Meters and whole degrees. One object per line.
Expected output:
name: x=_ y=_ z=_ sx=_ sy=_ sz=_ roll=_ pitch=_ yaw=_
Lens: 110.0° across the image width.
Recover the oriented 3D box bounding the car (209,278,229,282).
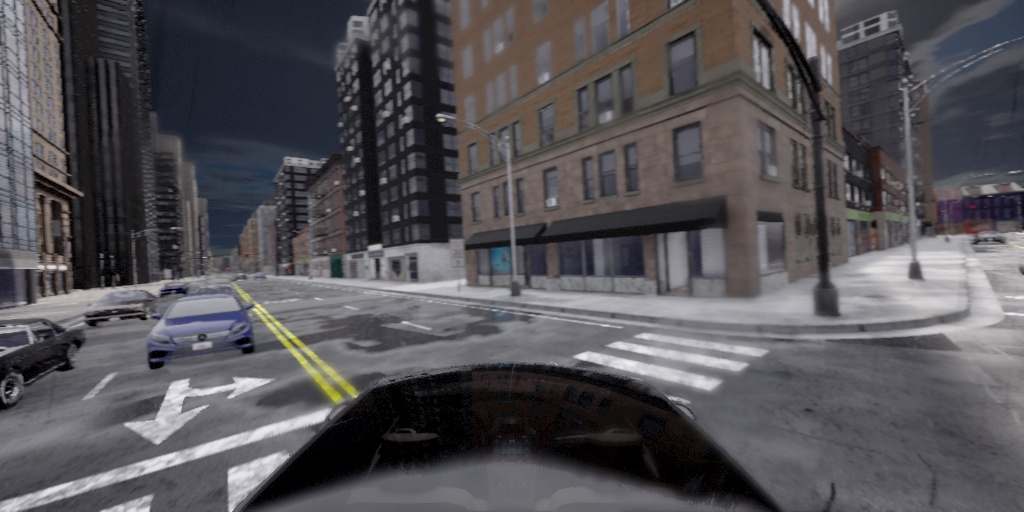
car: x=-28.374 y=2.851 z=34.764 sx=1.882 sy=1.535 sz=5.008 roll=-3 pitch=0 yaw=-39

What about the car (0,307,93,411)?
car: x=-9.767 y=1.910 z=6.471 sx=1.895 sy=1.301 sz=4.718 roll=-3 pitch=0 yaw=-39

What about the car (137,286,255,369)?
car: x=-8.030 y=1.736 z=9.486 sx=1.812 sy=1.442 sz=4.674 roll=-3 pitch=0 yaw=-38

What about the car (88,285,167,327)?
car: x=-18.337 y=2.347 z=17.075 sx=2.033 sy=1.411 sz=5.357 roll=-3 pitch=0 yaw=-39

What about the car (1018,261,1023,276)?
car: x=8.568 y=0.551 z=4.601 sx=5.566 sy=2.045 sz=2.150 roll=-4 pitch=1 yaw=-37

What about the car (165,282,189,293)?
car: x=-31.944 y=3.178 z=34.045 sx=1.895 sy=1.301 sz=4.718 roll=-3 pitch=0 yaw=-39

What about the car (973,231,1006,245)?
car: x=50.986 y=-1.995 z=38.355 sx=4.181 sy=1.385 sz=1.994 roll=-4 pitch=0 yaw=-39

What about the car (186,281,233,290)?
car: x=-16.174 y=2.277 z=19.570 sx=1.895 sy=1.301 sz=4.718 roll=-3 pitch=0 yaw=-39
